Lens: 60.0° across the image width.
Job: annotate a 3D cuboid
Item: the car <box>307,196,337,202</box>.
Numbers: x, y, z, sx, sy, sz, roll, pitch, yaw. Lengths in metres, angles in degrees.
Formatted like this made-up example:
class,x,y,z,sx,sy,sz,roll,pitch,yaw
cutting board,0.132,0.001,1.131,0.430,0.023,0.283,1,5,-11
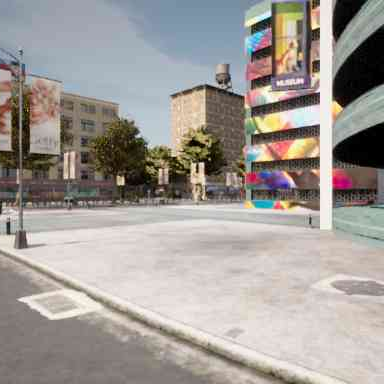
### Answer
class,x,y,z,sx,sy,sz,roll,pitch,yaw
car,14.979,1.315,39.725,4.674,1.452,2.002,0,0,-44
